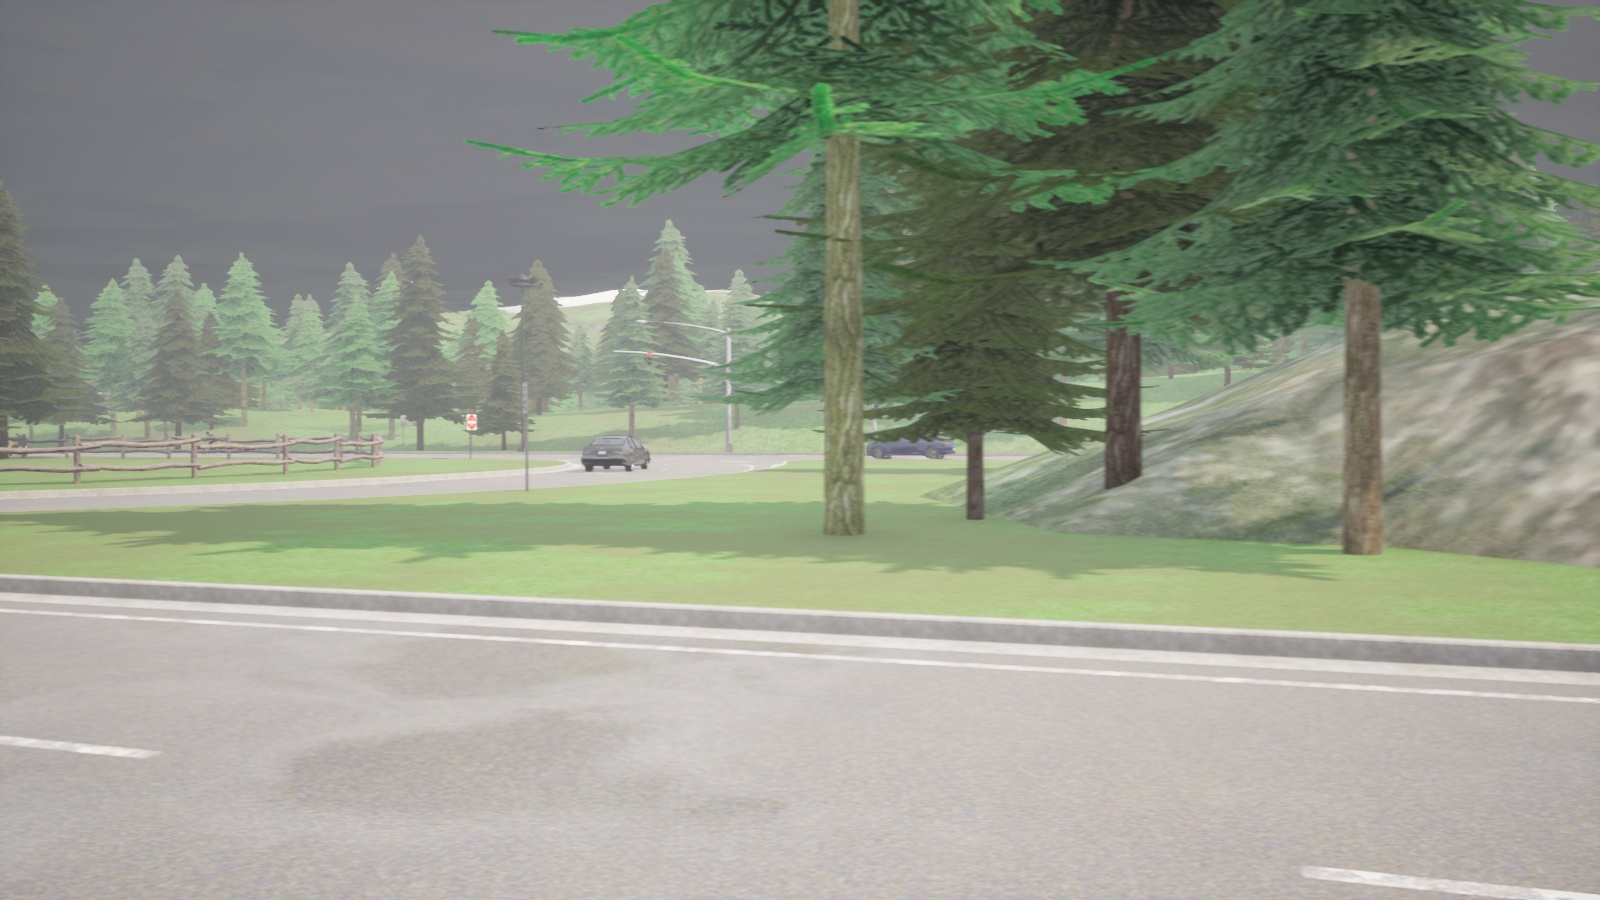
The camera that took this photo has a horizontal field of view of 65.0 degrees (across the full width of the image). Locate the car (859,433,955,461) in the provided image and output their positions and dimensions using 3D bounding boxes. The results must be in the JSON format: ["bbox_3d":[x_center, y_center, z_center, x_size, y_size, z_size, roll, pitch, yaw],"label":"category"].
[{"bbox_3d":[5.600,-0.175,65.479,4.674,1.442,1.812,1,1,19],"label":"car"}]

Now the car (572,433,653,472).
[{"bbox_3d":[-7.280,0.055,49.427,2.033,1.411,5.357,0,1,4],"label":"car"}]
